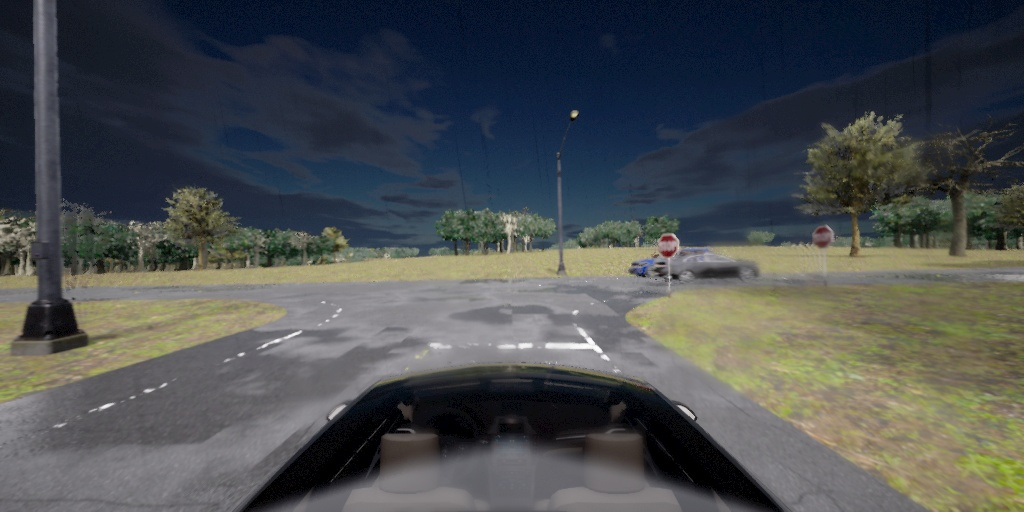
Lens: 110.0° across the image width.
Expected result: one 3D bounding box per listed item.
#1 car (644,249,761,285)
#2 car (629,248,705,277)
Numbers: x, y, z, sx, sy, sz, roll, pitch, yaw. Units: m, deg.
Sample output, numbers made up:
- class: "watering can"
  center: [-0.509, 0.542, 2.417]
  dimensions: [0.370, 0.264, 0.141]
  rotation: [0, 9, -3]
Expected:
- class: "car"
  center: [9.535, 0.582, 17.709]
  dimensions: [4.902, 1.511, 2.128]
  rotation: [-3, -1, -1]
- class: "car"
  center: [11.034, 0.544, 24.757]
  dimensions: [5.566, 2.045, 2.150]
  rotation: [-1, -1, -1]
